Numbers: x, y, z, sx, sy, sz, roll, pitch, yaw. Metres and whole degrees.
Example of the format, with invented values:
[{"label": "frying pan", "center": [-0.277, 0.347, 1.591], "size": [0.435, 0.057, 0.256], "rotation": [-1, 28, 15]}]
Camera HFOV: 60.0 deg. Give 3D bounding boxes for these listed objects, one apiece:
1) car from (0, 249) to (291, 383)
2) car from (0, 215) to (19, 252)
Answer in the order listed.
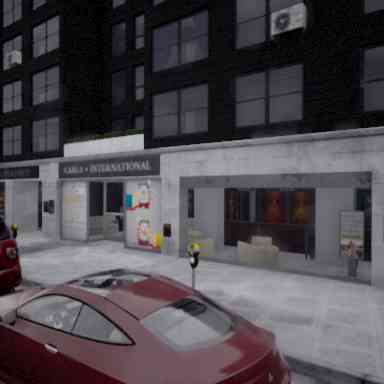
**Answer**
[{"label": "car", "center": [-1.032, 1.579, 3.818], "size": [4.206, 1.307, 1.802], "rotation": [0, 0, 36]}, {"label": "car", "center": [-5.635, 1.306, 7.111], "size": [5.009, 1.841, 2.192], "rotation": [0, 0, 36]}]
